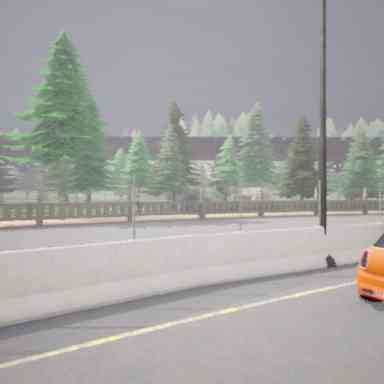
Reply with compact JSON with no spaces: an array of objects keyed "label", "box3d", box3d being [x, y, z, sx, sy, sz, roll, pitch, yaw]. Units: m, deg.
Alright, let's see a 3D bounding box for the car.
[{"label":"car","box3d":[5.561,1.389,6.857,4.553,1.767,2.097,0,0,-30]}]
